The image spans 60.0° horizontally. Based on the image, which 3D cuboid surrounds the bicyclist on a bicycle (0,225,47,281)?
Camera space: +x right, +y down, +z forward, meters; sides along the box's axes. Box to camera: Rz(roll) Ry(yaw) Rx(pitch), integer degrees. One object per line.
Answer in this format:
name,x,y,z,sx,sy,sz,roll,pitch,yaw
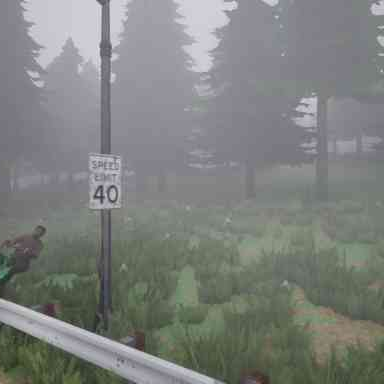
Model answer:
bicyclist on a bicycle,-3.136,1.247,5.759,0.582,1.620,1.656,33,-44,0
